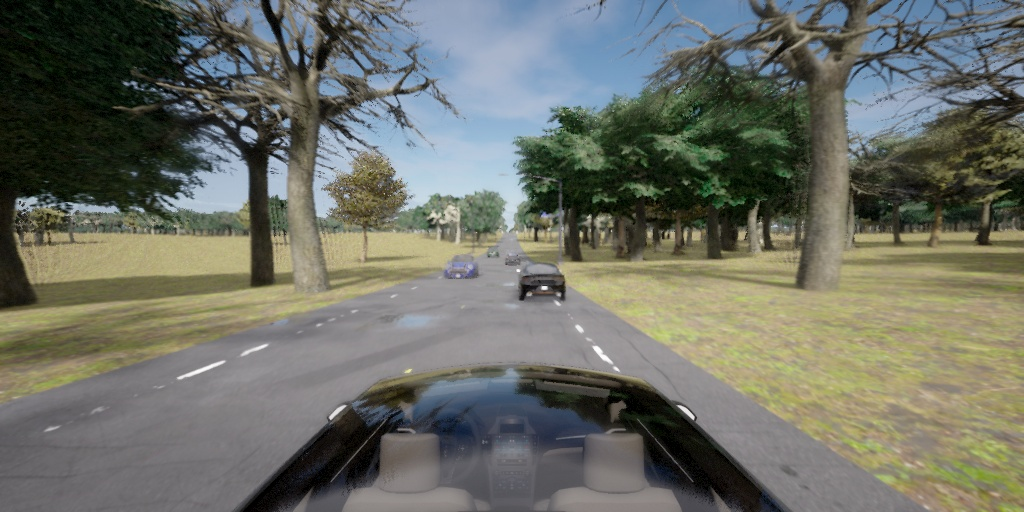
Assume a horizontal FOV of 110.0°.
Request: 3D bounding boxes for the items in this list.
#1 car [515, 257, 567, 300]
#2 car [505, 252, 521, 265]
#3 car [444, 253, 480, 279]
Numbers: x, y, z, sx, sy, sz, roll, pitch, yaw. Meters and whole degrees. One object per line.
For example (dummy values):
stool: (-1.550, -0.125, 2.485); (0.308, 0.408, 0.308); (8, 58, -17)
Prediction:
car: (1.226, 1.011, 16.055); (1.882, 1.535, 5.008); (0, 1, 0)
car: (0.082, 0.287, 46.152); (2.128, 1.511, 4.902); (0, 2, 0)
car: (-3.582, 0.688, 26.171); (2.097, 1.767, 4.553); (0, 1, 0)
